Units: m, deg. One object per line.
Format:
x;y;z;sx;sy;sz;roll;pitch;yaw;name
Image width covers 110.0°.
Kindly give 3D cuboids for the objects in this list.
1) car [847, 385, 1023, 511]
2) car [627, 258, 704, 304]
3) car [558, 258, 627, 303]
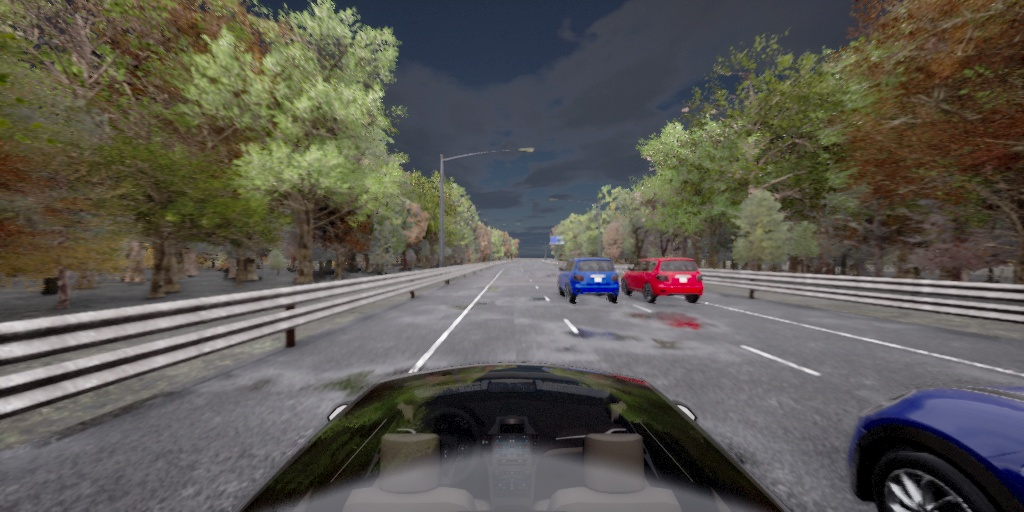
3.600;1.094;0.817;2.097;1.767;4.553;0;-1;0;car
7.104;1.112;17.556;2.150;2.045;5.566;0;-1;0;car
3.604;1.113;17.690;2.150;2.045;5.566;0;-1;0;car
